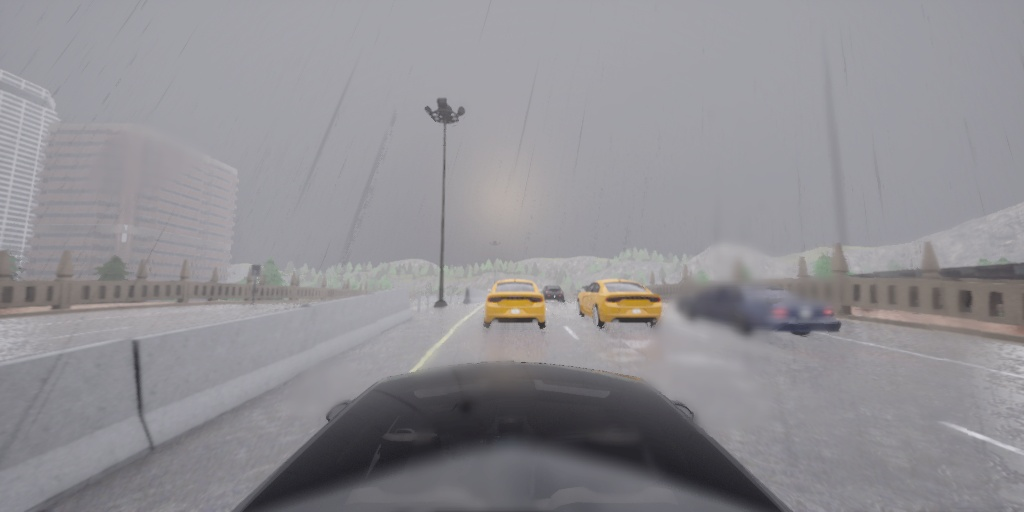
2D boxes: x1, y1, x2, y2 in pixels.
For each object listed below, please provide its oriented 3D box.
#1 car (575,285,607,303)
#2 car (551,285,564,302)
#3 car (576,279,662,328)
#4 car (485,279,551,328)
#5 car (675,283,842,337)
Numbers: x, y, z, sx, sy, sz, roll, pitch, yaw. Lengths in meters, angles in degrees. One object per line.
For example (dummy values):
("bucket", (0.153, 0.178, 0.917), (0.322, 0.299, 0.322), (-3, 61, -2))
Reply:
("car", (7.098, 3.453, 32.671), (1.837, 1.490, 4.892), (0, -7, 0))
("car", (3.598, 3.456, 32.696), (1.837, 1.490, 4.892), (0, -7, 0))
("car", (3.599, 1.576, 12.827), (1.882, 1.535, 5.008), (0, -3, 0))
("car", (0.099, 1.575, 12.817), (1.882, 1.535, 5.008), (0, -3, 0))
("car", (7.099, 1.561, 11.169), (2.033, 1.411, 5.357), (0, -3, 0))
